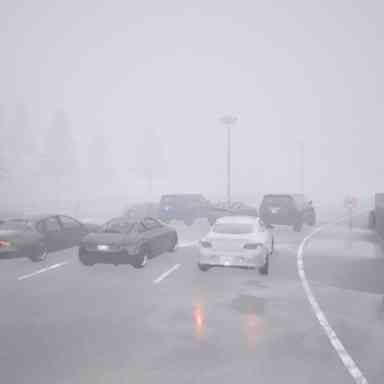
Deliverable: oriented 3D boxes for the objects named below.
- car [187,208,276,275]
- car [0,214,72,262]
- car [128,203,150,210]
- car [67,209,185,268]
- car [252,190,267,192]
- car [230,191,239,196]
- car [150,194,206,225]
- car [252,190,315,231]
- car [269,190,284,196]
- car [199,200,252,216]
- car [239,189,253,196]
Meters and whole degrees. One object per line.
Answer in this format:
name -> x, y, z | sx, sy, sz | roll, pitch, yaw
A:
car -> 1.460, 1.431, 10.140 | 1.812, 1.442, 4.674 | 0, 0, 16
car -> -5.272, 1.507, 12.057 | 2.033, 1.411, 5.357 | 0, 0, 16
car -> -3.179, 1.500, 25.361 | 1.994, 1.385, 4.181 | 0, 0, 32
car -> -1.906, 1.494, 11.098 | 1.994, 1.385, 4.181 | 0, 0, 16
car -> 16.864, 0.260, 79.343 | 1.895, 1.301, 4.718 | 0, 2, 35
car -> 11.095, 0.304, 83.308 | 1.895, 1.301, 4.718 | 0, 2, 35
car -> -0.192, 1.155, 23.541 | 2.150, 2.045, 5.566 | 0, 0, 32
car -> 5.757, 1.109, 19.850 | 2.150, 2.045, 5.566 | 0, 0, 32
car -> 19.748, 0.238, 77.360 | 1.895, 1.301, 4.718 | 0, 2, 35
car -> 2.769, 1.374, 21.671 | 2.128, 1.511, 4.902 | 0, 0, 32
car -> 13.993, 0.163, 81.347 | 1.882, 1.535, 5.008 | 0, 2, 35
